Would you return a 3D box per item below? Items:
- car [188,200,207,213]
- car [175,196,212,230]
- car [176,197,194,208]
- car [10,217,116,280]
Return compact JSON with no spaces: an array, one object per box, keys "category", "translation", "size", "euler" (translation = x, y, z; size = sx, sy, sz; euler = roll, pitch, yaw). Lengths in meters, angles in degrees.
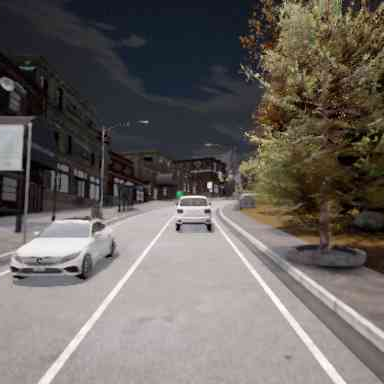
[{"category":"car","translation":[0.753,1.660,39.621],"size":[1.895,1.301,4.718],"euler":[-1,0,5]},{"category":"car","translation":[0.100,1.265,21.521],"size":[2.150,2.045,5.566],"euler":[0,0,0]},{"category":"car","translation":[-1.066,1.627,53.400],"size":[1.837,1.490,4.892],"euler":[-1,0,11]},{"category":"car","translation":[-3.597,1.546,10.156],"size":[1.812,1.442,4.674],"euler":[0,0,0]}]
